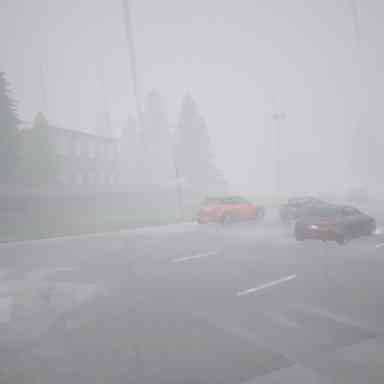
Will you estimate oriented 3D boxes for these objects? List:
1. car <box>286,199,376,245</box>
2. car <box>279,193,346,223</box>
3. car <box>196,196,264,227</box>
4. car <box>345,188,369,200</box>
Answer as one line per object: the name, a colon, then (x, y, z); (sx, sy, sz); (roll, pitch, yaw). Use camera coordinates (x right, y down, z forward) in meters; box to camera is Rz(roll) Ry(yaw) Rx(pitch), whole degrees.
car: (5.969, 1.221, 13.747); (4.181, 1.385, 1.994); (-2, 1, -44)
car: (6.978, 1.035, 19.724); (2.128, 1.511, 4.902); (0, 1, 43)
car: (2.389, 0.995, 20.009); (4.553, 1.767, 2.097); (-2, 1, -44)
car: (18.712, 0.348, 38.015); (2.097, 1.767, 4.553); (-1, 1, 19)
